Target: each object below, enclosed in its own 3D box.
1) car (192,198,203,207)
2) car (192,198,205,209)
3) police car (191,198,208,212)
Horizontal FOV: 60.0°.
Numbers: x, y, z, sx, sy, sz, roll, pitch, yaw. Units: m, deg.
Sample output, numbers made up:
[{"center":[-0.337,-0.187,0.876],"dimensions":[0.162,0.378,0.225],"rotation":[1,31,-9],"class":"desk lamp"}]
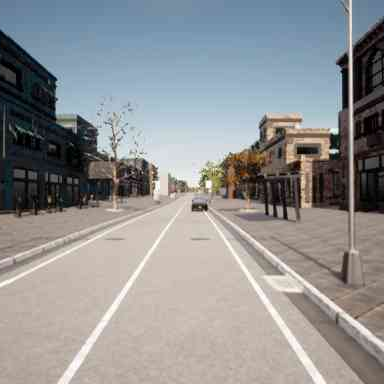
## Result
[{"center":[0.899,1.739,56.394],"dimensions":[1.882,1.535,5.008],"rotation":[0,0,0],"class":"car"},{"center":[0.899,1.676,50.394],"dimensions":[1.882,1.535,5.008],"rotation":[0,0,0],"class":"car"},{"center":[0.899,1.531,40.505],"dimensions":[1.930,1.638,5.238],"rotation":[0,0,0],"class":"police car"}]
